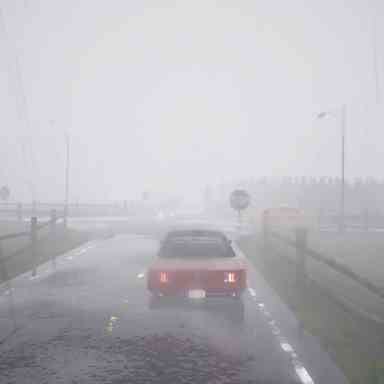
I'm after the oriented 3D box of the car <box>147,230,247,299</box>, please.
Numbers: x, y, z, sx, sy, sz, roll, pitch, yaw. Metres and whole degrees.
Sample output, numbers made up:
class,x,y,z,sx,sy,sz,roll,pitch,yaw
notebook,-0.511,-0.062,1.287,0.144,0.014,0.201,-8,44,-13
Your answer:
class,x,y,z,sx,sy,sz,roll,pitch,yaw
car,0.094,1.602,8.376,1.895,1.301,4.718,0,0,0

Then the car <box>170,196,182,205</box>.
class,x,y,z,sx,sy,sz,roll,pitch,yaw
car,-2.872,1.521,60.933,1.882,1.535,5.008,0,0,1

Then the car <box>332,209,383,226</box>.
class,x,y,z,sx,sy,sz,roll,pitch,yaw
car,12.951,1.955,25.819,4.718,1.301,1.895,1,-1,2

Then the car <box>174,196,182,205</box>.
class,x,y,z,sx,sy,sz,roll,pitch,yaw
car,-2.886,1.577,49.578,2.033,1.411,5.357,0,0,0

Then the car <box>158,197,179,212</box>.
class,x,y,z,sx,sy,sz,roll,pitch,yaw
car,-2.888,1.582,39.326,1.994,1.385,4.181,0,0,-1

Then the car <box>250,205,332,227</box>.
class,x,y,z,sx,sy,sz,roll,pitch,yaw
car,6.556,1.650,22.885,5.008,1.535,1.882,1,-1,0
